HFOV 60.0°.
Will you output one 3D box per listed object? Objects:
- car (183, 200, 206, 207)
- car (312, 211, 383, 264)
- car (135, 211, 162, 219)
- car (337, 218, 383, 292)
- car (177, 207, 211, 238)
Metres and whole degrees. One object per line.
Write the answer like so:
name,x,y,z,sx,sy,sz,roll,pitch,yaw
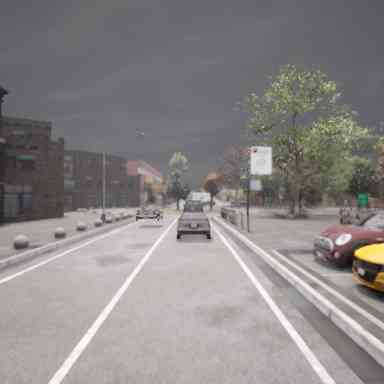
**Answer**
car,0.223,1.911,36.485,2.150,2.045,5.566,0,-2,2
car,6.214,1.364,10.379,4.553,1.767,2.185,0,0,-1
car,-3.263,1.608,25.906,1.895,1.301,4.718,0,-2,0
car,6.216,1.476,7.343,5.008,1.535,2.097,0,0,-1
car,0.087,1.766,18.891,2.033,1.411,5.357,0,-1,0
